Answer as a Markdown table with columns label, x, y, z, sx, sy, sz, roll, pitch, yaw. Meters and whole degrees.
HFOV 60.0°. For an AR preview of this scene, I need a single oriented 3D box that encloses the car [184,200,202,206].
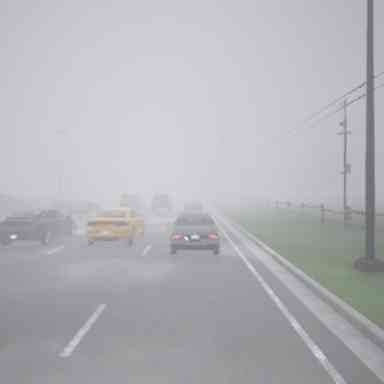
| label | x | y | z | sx | sy | sz | roll | pitch | yaw |
| --- | --- | --- | --- | --- | --- | --- | --- | --- | --- |
| car | 0.094 | 1.552 | 36.044 | 1.895 | 1.301 | 4.718 | 0 | 0 | 0 |

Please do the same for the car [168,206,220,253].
| label | x | y | z | sx | sy | sz | roll | pitch | yaw |
| --- | --- | --- | --- | --- | --- | --- | --- | --- | --- |
| car | 0.099 | 1.529 | 13.487 | 2.033 | 1.411 | 5.357 | 0 | 0 | 0 |

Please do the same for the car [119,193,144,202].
| label | x | y | z | sx | sy | sz | roll | pitch | yaw |
| --- | --- | --- | --- | --- | --- | --- | --- | --- | --- |
| car | -6.906 | 1.168 | 38.499 | 2.150 | 2.045 | 5.566 | 0 | 0 | 0 |

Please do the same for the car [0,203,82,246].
| label | x | y | z | sx | sy | sz | roll | pitch | yaw |
| --- | --- | --- | --- | --- | --- | --- | --- | --- | --- |
| car | -6.904 | 1.484 | 15.303 | 1.837 | 1.490 | 4.892 | 0 | 0 | 0 |

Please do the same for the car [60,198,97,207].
| label | x | y | z | sx | sy | sz | roll | pitch | yaw |
| --- | --- | --- | --- | --- | --- | --- | --- | --- | --- |
| car | -10.405 | 1.504 | 32.058 | 2.033 | 1.411 | 5.357 | 0 | 0 | 0 |

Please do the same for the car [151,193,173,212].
| label | x | y | z | sx | sy | sz | roll | pitch | yaw |
| --- | --- | --- | --- | --- | --- | --- | --- | --- | --- |
| car | -3.406 | 1.169 | 38.064 | 2.150 | 2.045 | 5.566 | 0 | 0 | 0 |

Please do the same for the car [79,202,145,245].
| label | x | y | z | sx | sy | sz | roll | pitch | yaw |
| --- | --- | --- | --- | --- | --- | --- | --- | --- | --- |
| car | -3.402 | 1.456 | 15.573 | 1.882 | 1.535 | 5.008 | 0 | 0 | 0 |

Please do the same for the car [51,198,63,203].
| label | x | y | z | sx | sy | sz | roll | pitch | yaw |
| --- | --- | --- | --- | --- | --- | --- | --- | --- | --- |
| car | -13.906 | 1.455 | 36.167 | 1.837 | 1.490 | 4.892 | 0 | 0 | 0 |
